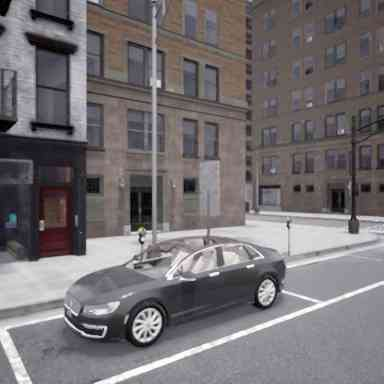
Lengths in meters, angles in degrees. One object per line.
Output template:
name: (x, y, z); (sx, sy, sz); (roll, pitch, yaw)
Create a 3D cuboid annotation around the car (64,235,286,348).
car: (-0.063, 1.549, 6.211); (4.403, 1.369, 2.008); (0, 0, -37)
